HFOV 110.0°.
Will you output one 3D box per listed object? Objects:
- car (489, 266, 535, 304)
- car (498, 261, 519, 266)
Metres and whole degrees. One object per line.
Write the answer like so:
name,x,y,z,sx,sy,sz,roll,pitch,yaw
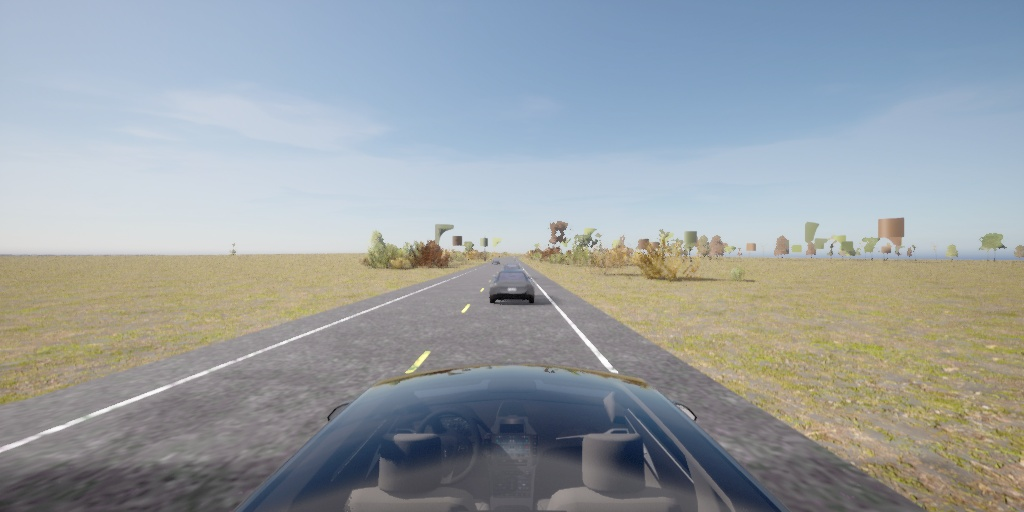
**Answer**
car,0.000,1.322,16.500,1.994,1.385,4.181,0,0,0
car,0.000,1.314,31.499,1.994,1.385,4.181,0,0,0
